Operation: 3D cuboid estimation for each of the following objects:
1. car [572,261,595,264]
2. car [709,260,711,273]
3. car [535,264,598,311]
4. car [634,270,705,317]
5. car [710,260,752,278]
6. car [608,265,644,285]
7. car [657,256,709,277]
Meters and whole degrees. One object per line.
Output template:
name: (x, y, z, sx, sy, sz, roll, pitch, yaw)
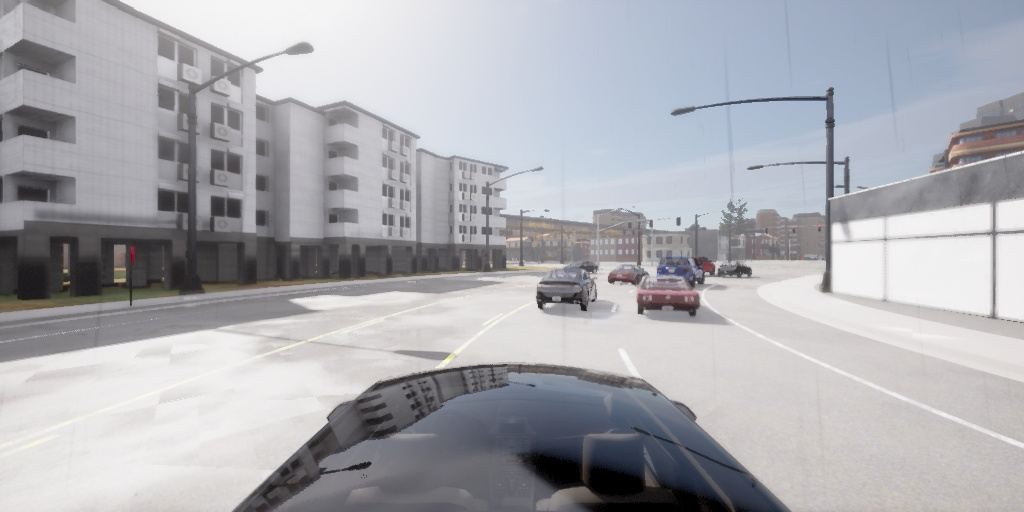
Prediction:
car: (7.864, 1.310, 40.744, 4.892, 1.490, 1.837, 0, 0, -42)
car: (18.597, 1.008, 36.232, 5.566, 2.045, 2.150, 0, 0, -42)
car: (2.316, 1.245, 14.475, 2.128, 1.511, 4.902, 0, 0, 19)
car: (5.631, 1.366, 13.352, 1.895, 1.301, 4.718, 0, 0, 19)
car: (20.898, 1.245, 33.595, 4.902, 1.511, 2.128, 0, 0, -42)
car: (8.591, 1.320, 26.217, 1.994, 1.385, 4.181, 0, 0, 37)
car: (11.402, 1.005, 24.136, 2.150, 2.045, 5.566, 0, 0, 37)
